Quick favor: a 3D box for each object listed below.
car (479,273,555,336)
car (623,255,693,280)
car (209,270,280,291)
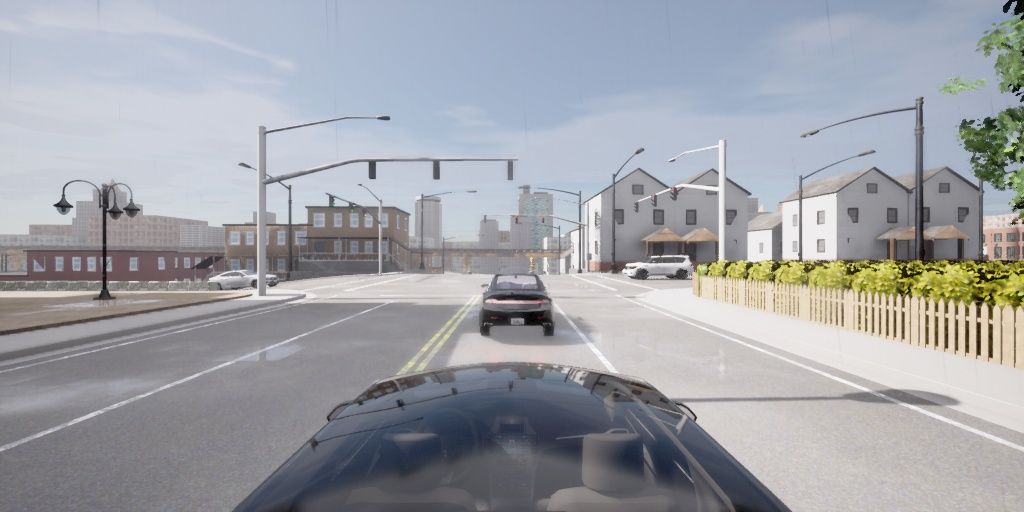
[{"bbox_3d":[0.118,1.242,10.394,2.128,1.511,4.902,0,0,0],"label":"car"},{"bbox_3d":[12.356,0.970,30.378,5.566,2.045,2.150,0,0,-1],"label":"car"},{"bbox_3d":[-19.659,1.742,26.266,4.674,1.442,1.812,-4,0,1],"label":"car"}]
